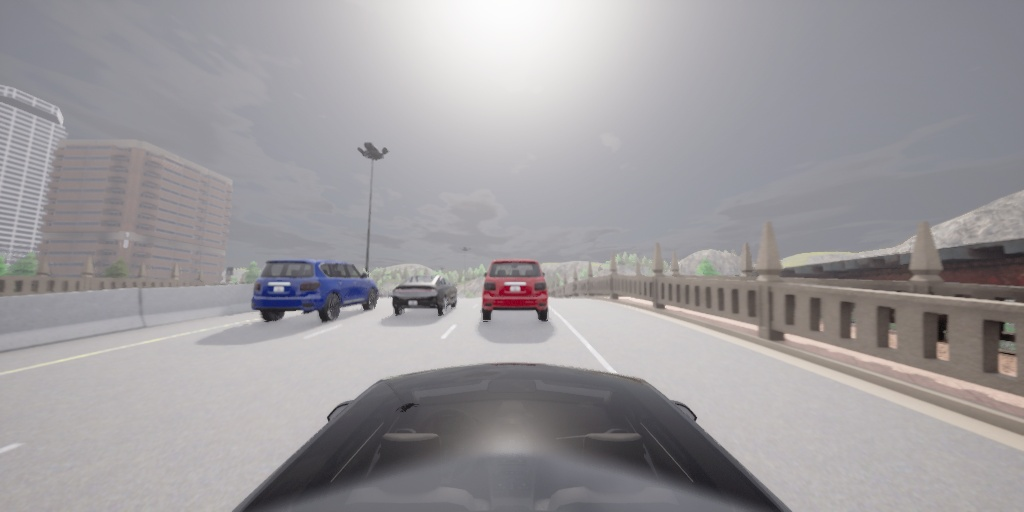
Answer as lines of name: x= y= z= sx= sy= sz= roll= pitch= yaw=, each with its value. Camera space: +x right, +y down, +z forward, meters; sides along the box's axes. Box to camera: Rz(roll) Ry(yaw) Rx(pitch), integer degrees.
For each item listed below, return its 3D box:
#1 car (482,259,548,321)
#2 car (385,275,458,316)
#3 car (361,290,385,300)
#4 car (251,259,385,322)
car: x=0.096 y=1.194 z=13.472 sx=2.150 sy=2.045 sz=5.566 roll=0 pitch=-2 yaw=0
car: x=-3.405 y=1.523 z=14.750 sx=2.128 sy=1.511 sz=4.902 roll=0 pitch=-3 yaw=0
car: x=-21.078 y=5.967 z=54.624 sx=1.994 sy=1.385 sz=4.181 roll=0 pitch=-7 yaw=0
car: x=-6.904 y=1.186 z=13.290 sx=2.150 sy=2.045 sz=5.566 roll=0 pitch=-2 yaw=0
